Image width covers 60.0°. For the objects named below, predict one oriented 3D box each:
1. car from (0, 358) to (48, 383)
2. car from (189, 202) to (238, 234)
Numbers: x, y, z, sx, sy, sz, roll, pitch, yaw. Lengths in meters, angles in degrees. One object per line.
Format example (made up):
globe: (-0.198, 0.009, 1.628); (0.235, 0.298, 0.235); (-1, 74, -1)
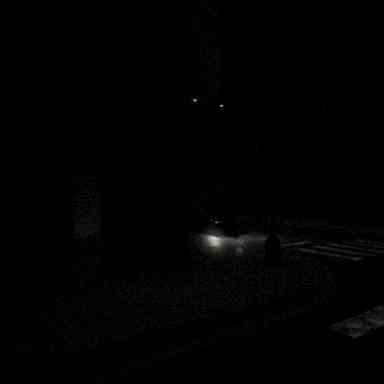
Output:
car: (-2.760, 1.603, 0.850); (4.718, 1.301, 1.895); (0, 0, -33)
car: (0.479, 1.380, 18.823); (1.882, 1.535, 5.008); (0, 0, -36)
